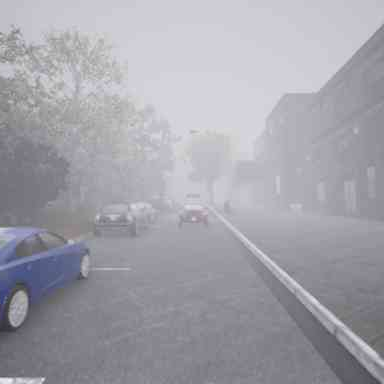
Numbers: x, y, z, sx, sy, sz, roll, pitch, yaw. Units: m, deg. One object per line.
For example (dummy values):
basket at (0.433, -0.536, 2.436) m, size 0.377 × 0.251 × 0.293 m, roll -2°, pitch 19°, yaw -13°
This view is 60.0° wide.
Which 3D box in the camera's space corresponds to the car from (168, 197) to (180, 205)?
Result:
car at (-3.633, 1.755, 68.033) m, size 2.097 × 1.535 × 5.008 m, roll 1°, pitch -2°, yaw 2°

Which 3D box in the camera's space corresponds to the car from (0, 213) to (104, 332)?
car at (-3.652, 1.448, 6.793) m, size 2.097 × 1.535 × 5.008 m, roll 0°, pitch 0°, yaw 2°

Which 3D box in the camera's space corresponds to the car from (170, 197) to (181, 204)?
car at (-3.640, 1.882, 73.593) m, size 2.097 × 1.535 × 5.008 m, roll 0°, pitch -1°, yaw 2°

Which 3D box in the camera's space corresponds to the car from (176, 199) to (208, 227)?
car at (0.101, 1.429, 21.976) m, size 1.812 × 1.442 × 4.674 m, roll 0°, pitch 0°, yaw 0°

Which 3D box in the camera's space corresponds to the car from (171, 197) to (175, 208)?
car at (-3.652, 1.180, 40.190) m, size 2.185 × 1.767 × 4.553 m, roll 0°, pitch 0°, yaw 2°

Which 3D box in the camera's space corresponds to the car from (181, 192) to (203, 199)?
car at (0.103, 1.053, 39.149) m, size 2.150 × 2.045 × 5.566 m, roll 0°, pitch 0°, yaw 0°

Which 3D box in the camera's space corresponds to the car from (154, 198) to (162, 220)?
car at (-3.651, 1.416, 23.507) m, size 2.002 × 1.452 × 4.674 m, roll 0°, pitch 0°, yaw 2°

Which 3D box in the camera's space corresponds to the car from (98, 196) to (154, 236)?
car at (-3.653, 1.274, 17.908) m, size 2.185 × 1.767 × 4.553 m, roll 0°, pitch 0°, yaw 2°

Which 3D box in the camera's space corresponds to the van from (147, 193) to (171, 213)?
van at (-3.647, 1.103, 34.767) m, size 1.878 × 1.987 × 4.442 m, roll 0°, pitch 0°, yaw 2°

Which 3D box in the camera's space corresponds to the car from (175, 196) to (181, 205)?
car at (-3.632, 1.531, 56.926) m, size 2.163 × 1.488 × 4.792 m, roll 1°, pitch -1°, yaw 2°

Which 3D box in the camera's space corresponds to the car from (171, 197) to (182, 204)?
car at (-3.642, 2.039, 79.198) m, size 2.163 × 1.488 × 4.792 m, roll 0°, pitch -1°, yaw 2°
